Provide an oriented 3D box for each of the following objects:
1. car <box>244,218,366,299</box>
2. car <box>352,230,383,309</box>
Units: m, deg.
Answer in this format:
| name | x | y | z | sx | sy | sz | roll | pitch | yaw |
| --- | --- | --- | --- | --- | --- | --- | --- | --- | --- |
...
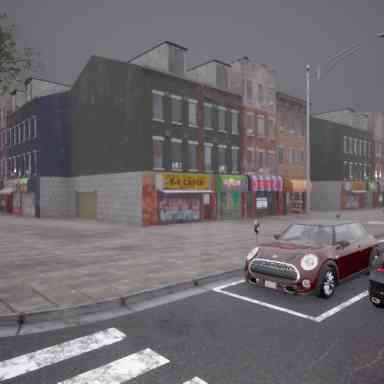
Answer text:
| name | x | y | z | sx | sy | sz | roll | pitch | yaw |
| --- | --- | --- | --- | --- | --- | --- | --- | --- | --- |
| car | 3.130 | 1.442 | 8.428 | 4.097 | 1.590 | 1.967 | 0 | 0 | -43 |
| car | 5.265 | 1.501 | 6.801 | 4.892 | 1.490 | 1.837 | 0 | 0 | -43 |
